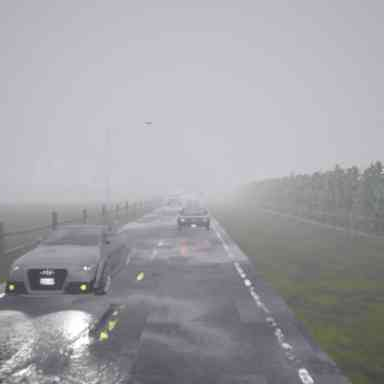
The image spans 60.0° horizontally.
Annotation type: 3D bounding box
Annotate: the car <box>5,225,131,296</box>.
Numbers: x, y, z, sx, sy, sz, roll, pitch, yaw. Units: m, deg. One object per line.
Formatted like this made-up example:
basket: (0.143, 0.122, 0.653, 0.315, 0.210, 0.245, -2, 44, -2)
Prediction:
car: (-2.843, 1.563, 8.526, 1.994, 1.385, 4.181, 0, 0, 0)

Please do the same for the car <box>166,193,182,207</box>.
car: (-2.766, 1.191, 51.872, 2.150, 2.045, 5.566, 0, 0, 1)

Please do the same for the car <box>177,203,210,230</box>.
car: (0.106, 1.596, 20.879, 1.895, 1.301, 4.718, 0, 0, 0)

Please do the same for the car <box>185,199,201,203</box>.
car: (0.141, 1.528, 41.012, 2.033, 1.411, 5.357, 0, 0, 0)
